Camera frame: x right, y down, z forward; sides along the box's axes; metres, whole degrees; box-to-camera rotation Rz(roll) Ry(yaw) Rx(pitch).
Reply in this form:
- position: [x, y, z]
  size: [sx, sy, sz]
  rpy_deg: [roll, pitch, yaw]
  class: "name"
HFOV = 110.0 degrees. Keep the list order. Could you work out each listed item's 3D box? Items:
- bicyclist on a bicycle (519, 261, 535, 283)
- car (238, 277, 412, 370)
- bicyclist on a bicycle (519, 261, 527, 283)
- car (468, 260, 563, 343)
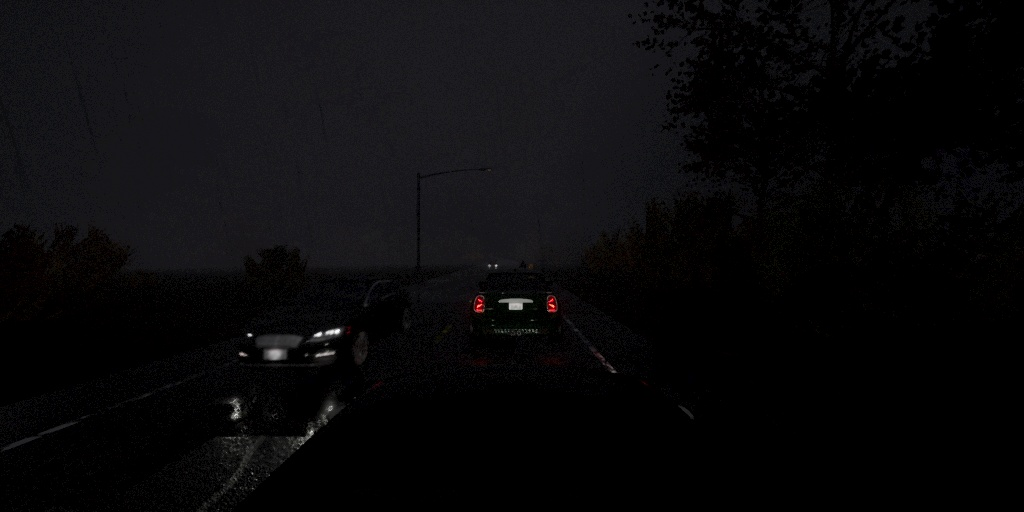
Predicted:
- position: [0.903, 1.181, 17.152]
  size: [0.866, 1.612, 1.509]
  rpy_deg: [0, 0, 0]
  class: "bicyclist on a bicycle"
- position: [-3.620, 1.239, 7.924]
  size: [2.128, 1.511, 4.902]
  rpy_deg: [0, 0, 0]
  class: "car"
- position: [0.839, 1.193, 27.269]
  size: [0.582, 1.620, 1.656]
  rpy_deg: [0, 0, 0]
  class: "bicyclist on a bicycle"
- position: [0.072, 1.099, 9.808]
  size: [2.097, 1.767, 4.553]
  rpy_deg: [0, 0, 0]
  class: "car"
